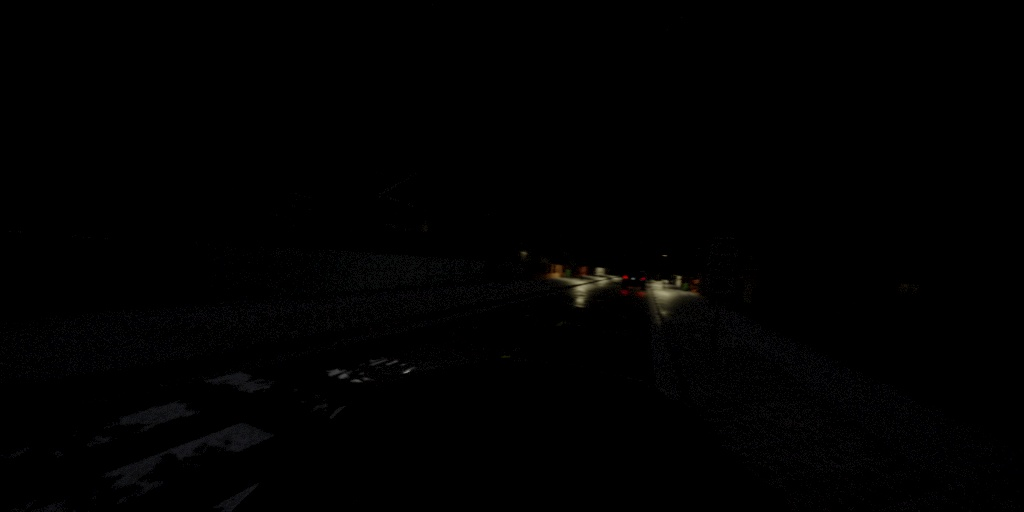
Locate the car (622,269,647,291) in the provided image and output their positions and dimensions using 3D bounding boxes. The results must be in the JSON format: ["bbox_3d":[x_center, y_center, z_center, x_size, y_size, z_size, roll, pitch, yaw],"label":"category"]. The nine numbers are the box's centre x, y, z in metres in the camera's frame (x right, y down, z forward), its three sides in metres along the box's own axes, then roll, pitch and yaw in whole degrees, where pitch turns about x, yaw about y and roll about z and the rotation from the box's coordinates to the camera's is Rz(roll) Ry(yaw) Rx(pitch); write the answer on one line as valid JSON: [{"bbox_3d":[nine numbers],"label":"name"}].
[{"bbox_3d":[12.734,2.411,37.334,2.150,2.045,5.566,6,0,21],"label":"car"}]
